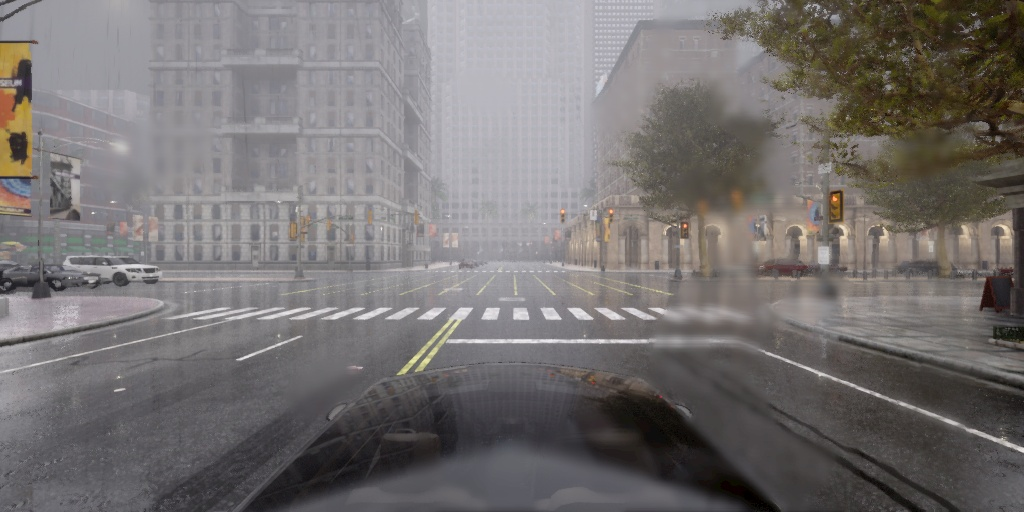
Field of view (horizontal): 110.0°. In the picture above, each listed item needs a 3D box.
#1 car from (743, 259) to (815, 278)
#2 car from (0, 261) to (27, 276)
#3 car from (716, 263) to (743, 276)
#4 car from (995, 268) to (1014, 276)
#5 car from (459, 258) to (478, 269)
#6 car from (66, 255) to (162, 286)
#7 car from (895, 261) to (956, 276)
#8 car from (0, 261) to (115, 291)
[{"bbox_3d":[24.093,1.102,32.479,4.553,1.767,2.097,0,0,0],"label":"car"},{"bbox_3d":[-52.548,1.255,36.916,4.892,1.490,1.837,0,0,20],"label":"car"},{"bbox_3d":[23.145,1.351,35.984,4.718,1.301,1.895,0,0,0],"label":"car"},{"bbox_3d":[46.895,1.351,32.347,4.718,1.301,1.895,0,0,1],"label":"car"},{"bbox_3d":[-7.120,1.102,56.621,2.097,1.767,4.553,0,0,0],"label":"car"},{"bbox_3d":[-27.388,0.971,24.552,5.566,2.045,2.150,0,0,2],"label":"car"},{"bbox_3d":[41.263,1.254,35.889,4.892,1.490,1.837,0,0,0],"label":"car"},{"bbox_3d":[-27.067,1.241,21.036,4.902,1.511,2.128,0,0,0],"label":"car"}]
